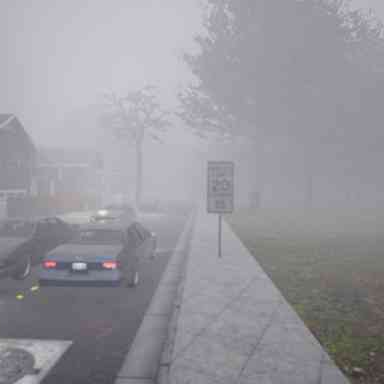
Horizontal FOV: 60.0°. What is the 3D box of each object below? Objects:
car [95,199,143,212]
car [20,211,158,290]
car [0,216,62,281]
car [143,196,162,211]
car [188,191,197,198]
[{"bbox_3d":[-4.677,1.366,20.584,2.033,1.411,5.357,1,0,2],"label":"car"},{"bbox_3d":[-2.133,1.474,8.993,2.033,1.411,5.357,1,0,2],"label":"car"},{"bbox_3d":[-4.962,1.441,9.865,2.033,1.411,5.357,1,0,1],"label":"car"},{"bbox_3d":[-4.289,1.203,34.359,1.882,1.535,5.008,1,1,2],"label":"car"},{"bbox_3d":[0.089,0.619,92.915,2.150,2.045,5.566,1,0,2],"label":"car"}]
